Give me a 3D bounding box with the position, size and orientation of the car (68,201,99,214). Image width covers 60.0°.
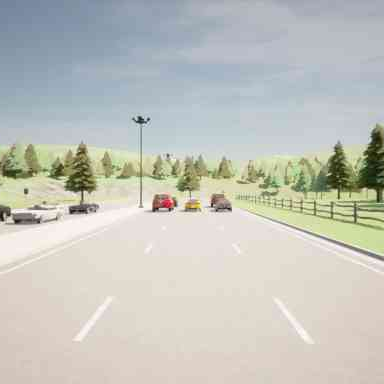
[{"bbox_3d":[-11.409,1.601,35.246,1.895,1.301,4.718,0,0,0],"label":"car"}]

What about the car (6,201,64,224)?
[{"bbox_3d":[-11.515,1.601,25.053,1.895,1.301,4.718,0,0,1],"label":"car"}]

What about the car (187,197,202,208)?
[{"bbox_3d":[0.383,1.491,49.798,2.128,1.511,4.902,0,0,2],"label":"car"}]

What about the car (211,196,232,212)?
[{"bbox_3d":[3.635,1.547,39.103,2.033,1.411,5.357,0,0,1],"label":"car"}]

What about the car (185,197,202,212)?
[{"bbox_3d":[0.139,1.478,39.528,1.882,1.535,5.008,0,0,1],"label":"car"}]

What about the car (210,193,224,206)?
[{"bbox_3d":[3.883,1.221,49.727,2.150,2.045,5.566,0,0,2],"label":"car"}]

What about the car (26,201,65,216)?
[{"bbox_3d":[-14.912,1.601,34.099,1.895,1.301,4.718,0,0,0],"label":"car"}]

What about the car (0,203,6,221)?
[{"bbox_3d":[-15.012,1.491,23.956,2.128,1.511,4.902,0,0,0],"label":"car"}]

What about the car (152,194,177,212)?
[{"bbox_3d":[-3.365,1.221,39.154,2.150,2.045,5.566,0,0,1],"label":"car"}]
